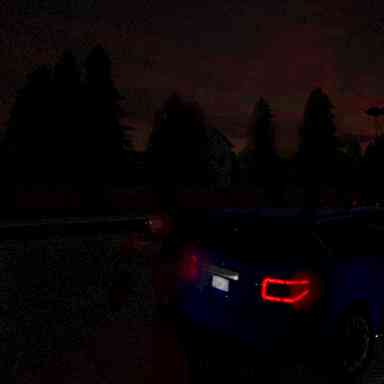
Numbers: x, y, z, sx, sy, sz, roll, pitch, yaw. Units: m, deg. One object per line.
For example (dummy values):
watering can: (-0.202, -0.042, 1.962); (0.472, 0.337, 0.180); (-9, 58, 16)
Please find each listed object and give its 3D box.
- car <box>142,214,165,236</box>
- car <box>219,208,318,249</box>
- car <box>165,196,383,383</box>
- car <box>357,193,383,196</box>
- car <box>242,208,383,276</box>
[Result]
car: (0.181, 1.499, 16.795); (5.357, 1.411, 2.033); (0, 0, -35)
car: (3.480, 1.508, 14.849); (4.181, 1.385, 1.994); (-1, 0, -35)
car: (2.541, 1.195, 5.607); (5.566, 2.045, 2.150); (0, 0, -35)
car: (15.725, 1.076, 27.878); (5.566, 2.045, 2.150); (0, 0, -35)
car: (4.137, 1.429, 11.025); (5.008, 1.535, 1.882); (-1, 0, -35)
